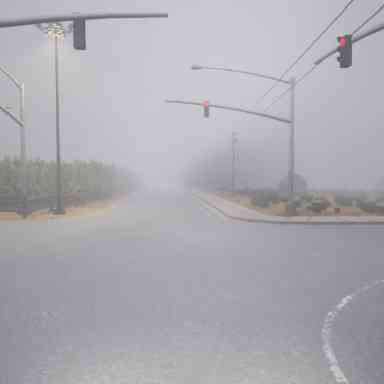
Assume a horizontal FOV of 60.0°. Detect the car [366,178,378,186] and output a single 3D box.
[{"bbox_3d":[42.115,-2.293,77.607,1.905,1.878,3.866,10,10,41],"label":"car"}]
